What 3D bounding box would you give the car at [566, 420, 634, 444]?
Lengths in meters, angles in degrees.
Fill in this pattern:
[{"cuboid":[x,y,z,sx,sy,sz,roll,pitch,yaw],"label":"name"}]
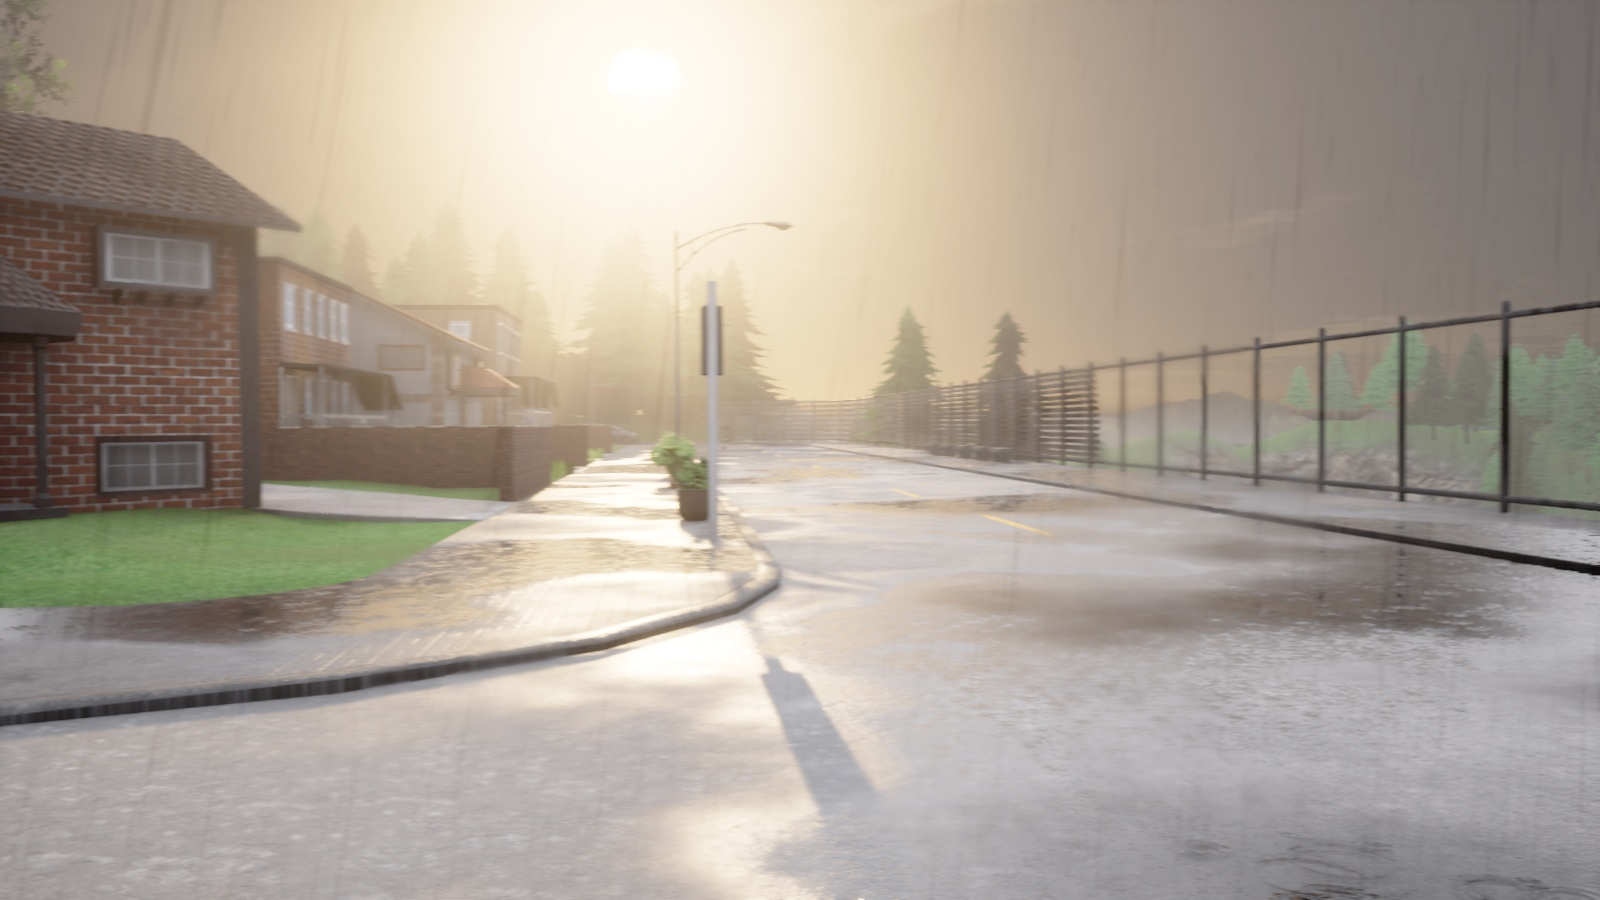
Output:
[{"cuboid":[-14.312,-1.313,90.084,4.611,1.667,2.242,0,1,-5],"label":"car"}]
